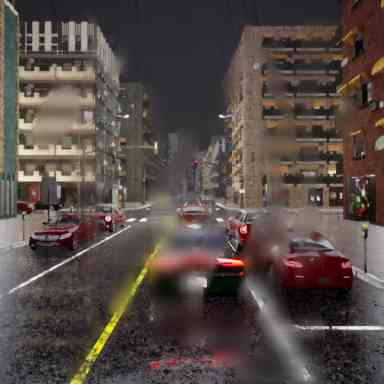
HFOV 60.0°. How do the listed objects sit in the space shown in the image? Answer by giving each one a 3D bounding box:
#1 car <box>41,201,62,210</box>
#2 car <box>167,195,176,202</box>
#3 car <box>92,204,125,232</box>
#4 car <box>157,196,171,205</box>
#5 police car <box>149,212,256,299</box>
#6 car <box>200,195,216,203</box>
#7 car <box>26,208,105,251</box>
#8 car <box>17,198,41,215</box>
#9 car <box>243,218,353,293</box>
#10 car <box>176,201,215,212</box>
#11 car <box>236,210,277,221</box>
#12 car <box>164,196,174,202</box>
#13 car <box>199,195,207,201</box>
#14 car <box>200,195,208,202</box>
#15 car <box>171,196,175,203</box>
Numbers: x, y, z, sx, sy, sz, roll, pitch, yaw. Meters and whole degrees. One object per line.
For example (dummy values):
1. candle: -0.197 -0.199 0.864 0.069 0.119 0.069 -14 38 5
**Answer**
1. car: -17.498 1.590 39.120 4.313 1.339 1.947 0 -1 0
2. car: -5.046 1.555 80.590 1.887 1.381 4.507 1 0 0
3. car: -5.251 1.444 19.693 1.967 1.590 4.097 1 0 0
4. car: -5.120 1.534 57.736 1.752 1.417 4.829 1 0 0
5. police car: 0.124 1.506 8.575 2.038 1.542 4.974 0 0 0
6. car: 2.742 1.559 52.240 2.008 1.369 4.403 1 0 0
7. car: -5.267 1.585 14.144 1.802 1.307 4.206 1 0 0
8. car: -17.462 1.240 31.244 5.009 1.841 2.192 0 -1 0
9. car: 2.600 1.584 8.592 1.802 1.307 4.206 1 0 0
10. car: 0.125 1.482 19.036 1.882 1.535 5.008 0 0 0
11. car: 2.620 1.443 14.141 1.967 1.590 4.097 1 0 0
12. car: -5.065 1.576 74.919 1.947 1.339 4.313 1 0 0
13. car: 2.852 1.561 86.265 2.008 1.369 4.403 1 0 0
14. car: 2.834 1.555 80.594 1.887 1.381 4.507 1 0 0
15. car: -5.083 1.535 69.078 1.752 1.417 4.829 1 0 0
